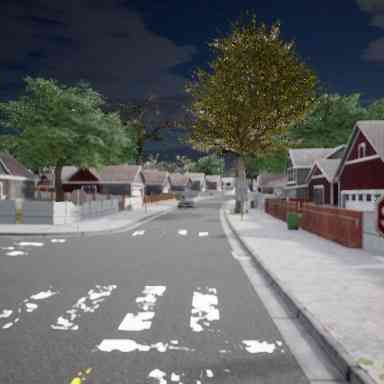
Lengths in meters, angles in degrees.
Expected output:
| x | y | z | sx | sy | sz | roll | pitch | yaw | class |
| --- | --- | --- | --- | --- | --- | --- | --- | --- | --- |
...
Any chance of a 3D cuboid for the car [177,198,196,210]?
| x | y | z | sx | sy | sz | roll | pitch | yaw | class |
| --- | --- | --- | --- | --- | --- | --- | --- | --- | --- |
| -0.656 | 1.452 | 41.072 | 1.895 | 1.301 | 4.718 | 0 | 0 | 6 | car |
